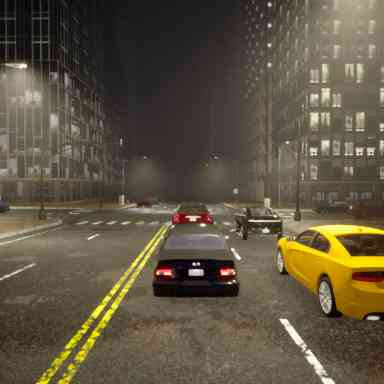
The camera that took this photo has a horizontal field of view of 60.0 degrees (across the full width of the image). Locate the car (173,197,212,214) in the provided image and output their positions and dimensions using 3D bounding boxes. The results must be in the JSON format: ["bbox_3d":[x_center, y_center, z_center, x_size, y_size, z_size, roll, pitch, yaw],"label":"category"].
[{"bbox_3d":[0.035,1.342,18.148,2.097,1.767,4.553,0,0,0],"label":"car"}]

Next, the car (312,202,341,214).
[{"bbox_3d":[14.985,1.702,34.437,4.718,1.301,1.895,1,1,1],"label":"car"}]

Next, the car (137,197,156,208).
[{"bbox_3d":[-6.781,1.567,48.364,1.895,1.301,4.718,0,0,0],"label":"car"}]

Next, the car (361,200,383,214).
[{"bbox_3d":[21.671,1.643,36.943,4.829,1.417,1.752,1,0,1],"label":"car"}]

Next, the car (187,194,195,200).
[{"bbox_3d":[-0.339,1.295,89.781,1.994,1.385,4.181,0,0,0],"label":"car"}]

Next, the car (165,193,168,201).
[{"bbox_3d":[-6.796,1.154,78.291,2.150,2.045,5.566,0,0,0],"label":"car"}]

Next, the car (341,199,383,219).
[{"bbox_3d":[16.094,1.519,28.636,5.009,1.841,2.192,1,0,1],"label":"car"}]

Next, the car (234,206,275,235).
[{"bbox_3d":[3.279,1.483,16.959,2.128,1.511,4.902,0,0,1],"label":"car"}]

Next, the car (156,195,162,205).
[{"bbox_3d":[-6.791,1.556,57.536,1.895,1.301,4.718,0,0,0],"label":"car"}]

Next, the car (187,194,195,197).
[{"bbox_3d":[-0.300,1.470,79.746,1.994,1.385,4.181,0,0,0],"label":"car"}]

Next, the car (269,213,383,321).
[{"bbox_3d":[3.323,1.474,7.432,1.882,1.535,5.008,0,0,0],"label":"car"}]

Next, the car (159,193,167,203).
[{"bbox_3d":[-6.773,1.507,67.541,1.994,1.385,4.181,0,0,0],"label":"car"}]

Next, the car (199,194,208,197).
[{"bbox_3d":[2.965,1.432,76.177,1.837,1.490,4.892,0,0,0],"label":"car"}]

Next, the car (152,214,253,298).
[{"bbox_3d":[0.067,1.543,8.704,2.033,1.411,5.357,0,0,0],"label":"car"}]

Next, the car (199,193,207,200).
[{"bbox_3d":[2.911,1.265,90.146,2.097,1.767,4.553,0,0,0],"label":"car"}]

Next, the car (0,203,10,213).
[{"bbox_3d":[-20.033,1.317,31.683,5.008,1.535,1.882,1,1,1],"label":"car"}]
